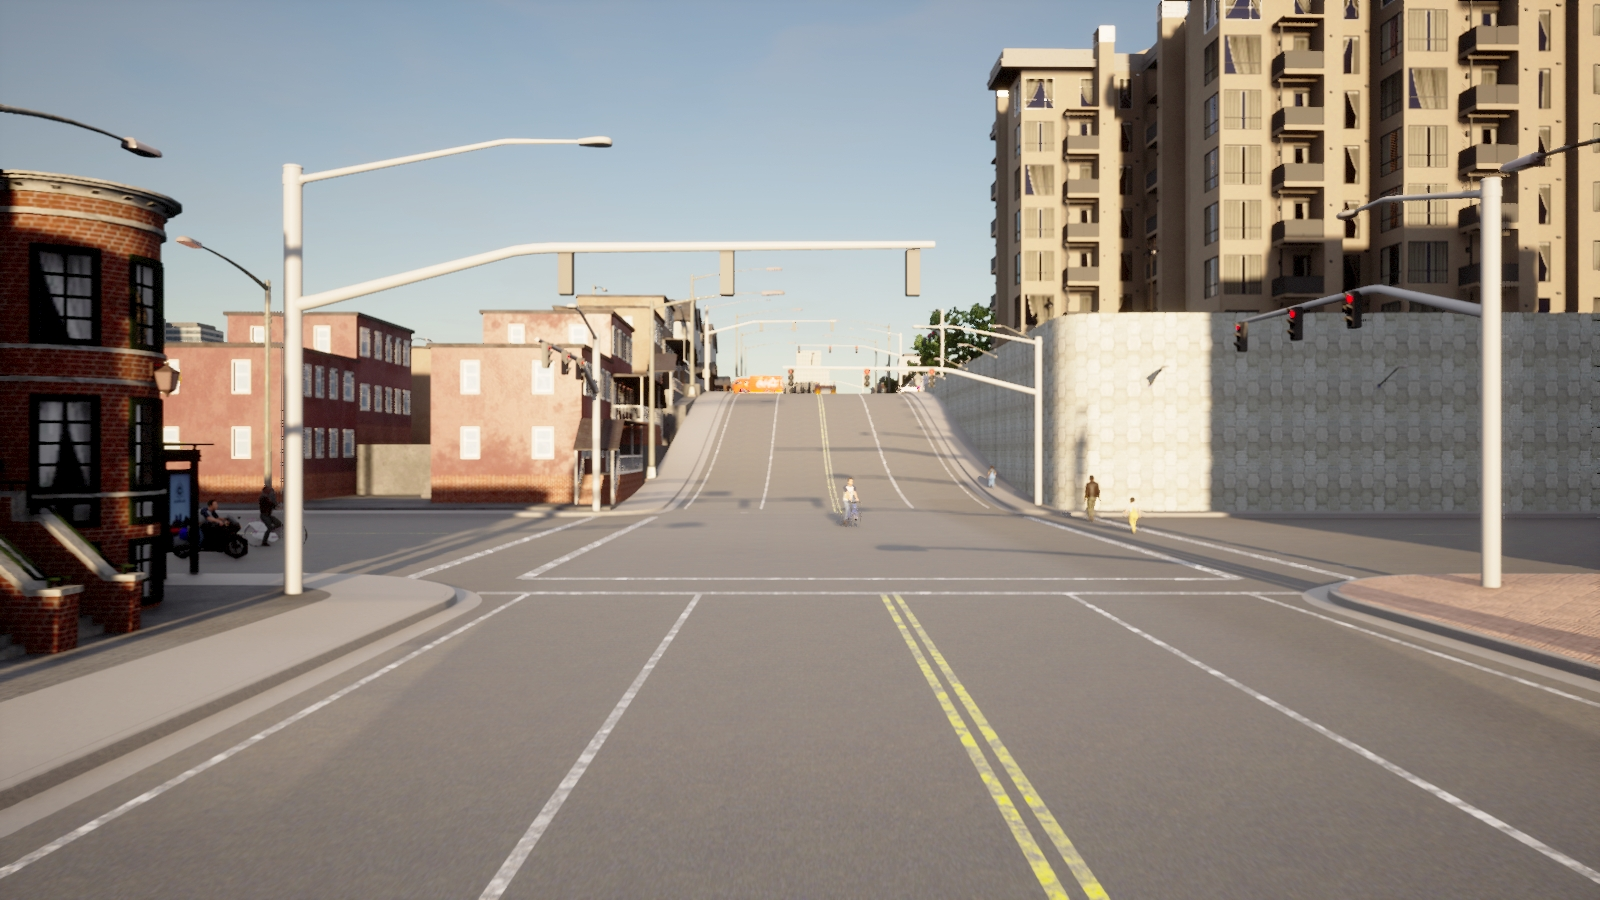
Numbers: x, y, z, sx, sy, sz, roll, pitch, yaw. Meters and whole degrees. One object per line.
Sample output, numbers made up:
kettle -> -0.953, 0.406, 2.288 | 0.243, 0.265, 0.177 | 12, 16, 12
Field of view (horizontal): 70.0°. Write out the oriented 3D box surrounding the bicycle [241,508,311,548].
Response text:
bicycle -> -15.049, 2.232, 32.825 | 1.835, 1.126, 0.329 | 0, 0, 0

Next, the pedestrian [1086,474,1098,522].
pedestrian -> 11.276, 1.848, 44.123 | 0.375, 1.860, 0.375 | 0, 0, -4

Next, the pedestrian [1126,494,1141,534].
pedestrian -> 11.143, 2.128, 38.189 | 0.375, 1.300, 0.375 | 0, 0, -4

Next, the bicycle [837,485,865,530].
bicycle -> 1.818, 2.043, 40.894 | 0.373, 1.521, 1.643 | 1, 0, -20

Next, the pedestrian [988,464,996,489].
pedestrian -> 10.060, 1.371, 59.867 | 0.375, 1.300, 0.375 | 0, 0, 1

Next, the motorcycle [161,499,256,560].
motorcycle -> -15.169, 2.033, 29.320 | 2.033, 1.505, 0.803 | 0, 0, 0
